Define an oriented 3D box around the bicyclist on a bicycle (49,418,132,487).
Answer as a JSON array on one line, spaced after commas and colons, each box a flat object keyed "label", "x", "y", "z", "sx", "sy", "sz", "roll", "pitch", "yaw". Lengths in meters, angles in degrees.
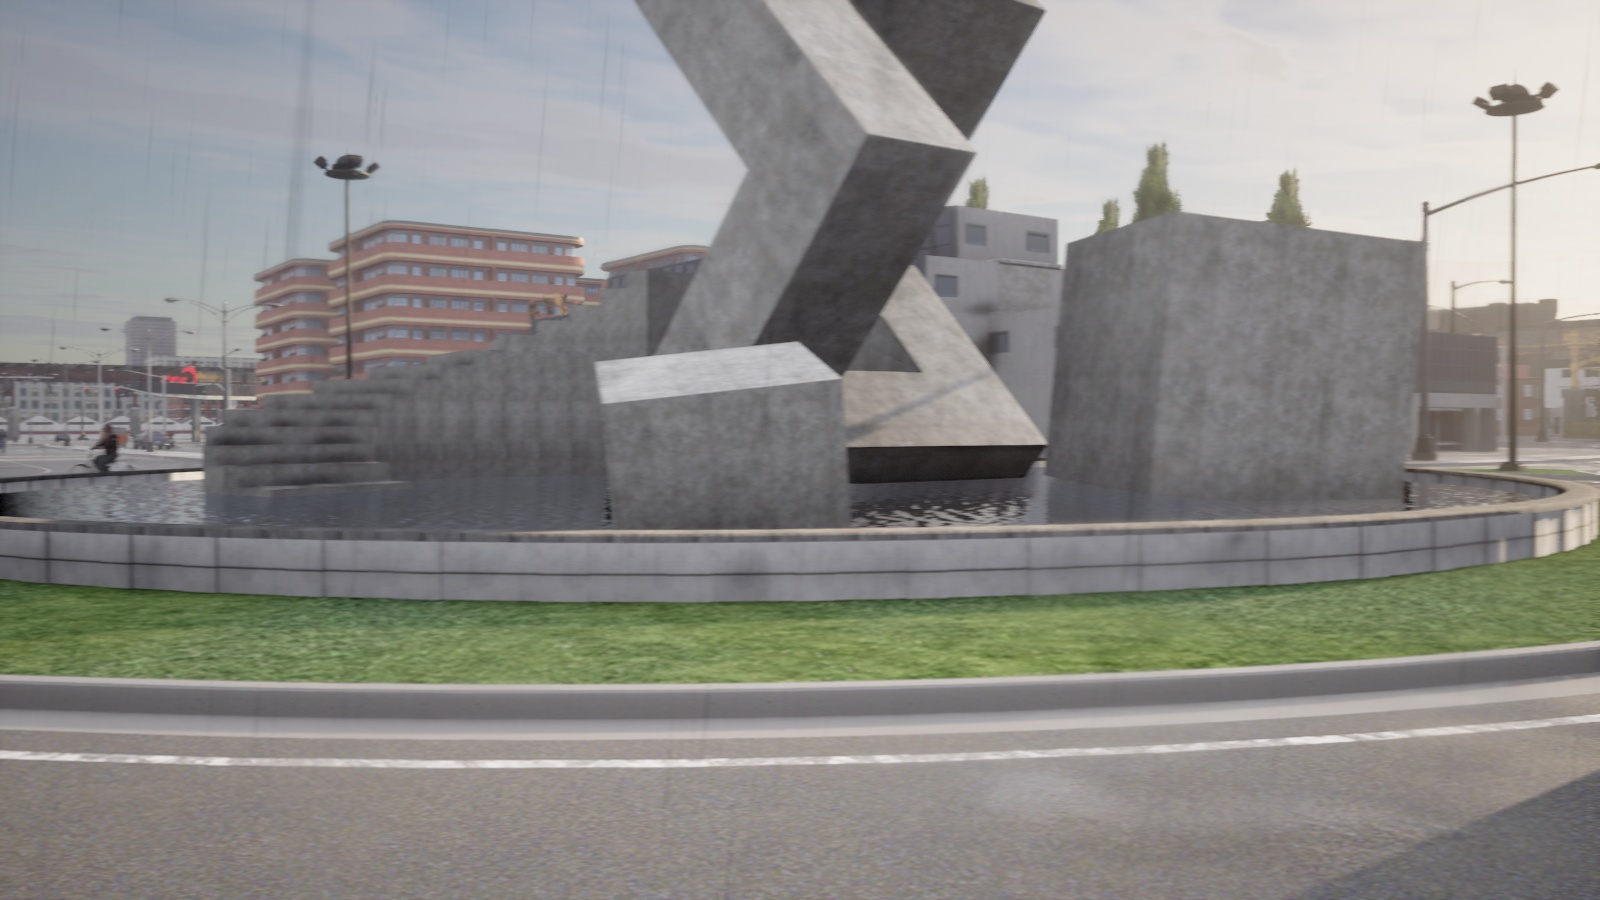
[{"label": "bicyclist on a bicycle", "x": -18.874, "y": 0.050, "z": 33.440, "sx": 0.659, "sy": 1.776, "sz": 1.843, "roll": 2, "pitch": 1, "yaw": 30}]
